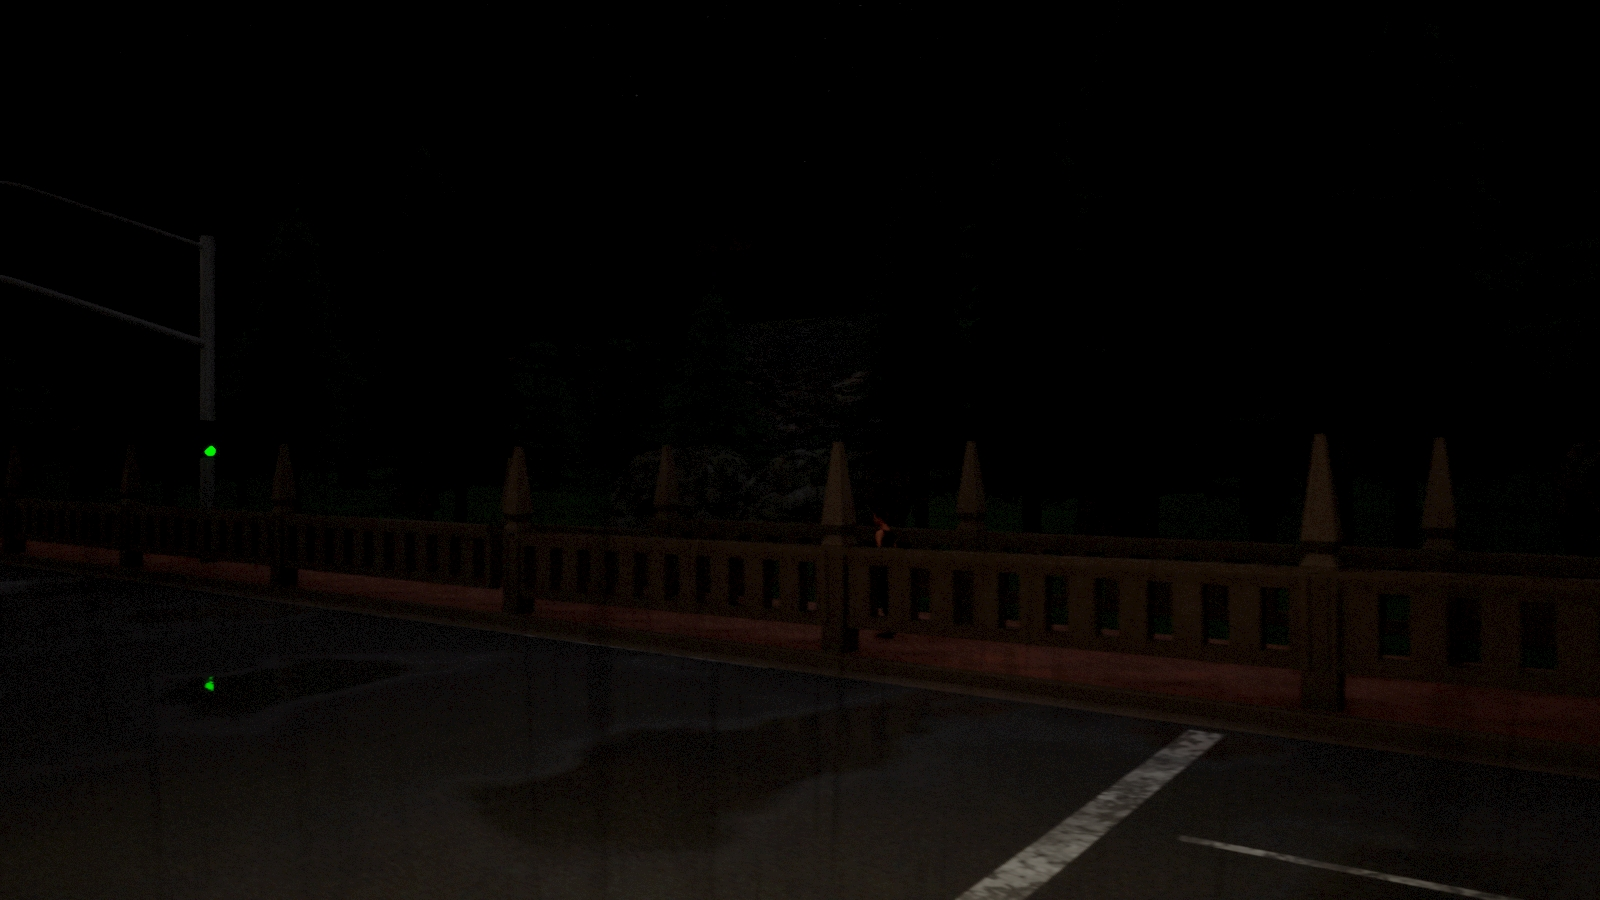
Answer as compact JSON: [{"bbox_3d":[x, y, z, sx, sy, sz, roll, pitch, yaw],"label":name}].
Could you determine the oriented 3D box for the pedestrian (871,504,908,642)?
[{"bbox_3d":[1.245,1.701,15.910,0.375,1.860,0.375,0,0,35],"label":"pedestrian"}]
